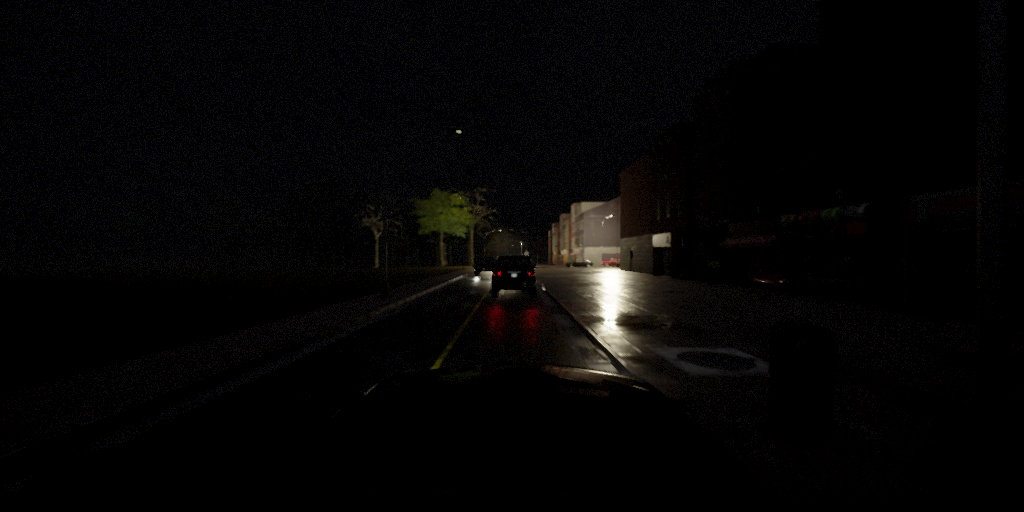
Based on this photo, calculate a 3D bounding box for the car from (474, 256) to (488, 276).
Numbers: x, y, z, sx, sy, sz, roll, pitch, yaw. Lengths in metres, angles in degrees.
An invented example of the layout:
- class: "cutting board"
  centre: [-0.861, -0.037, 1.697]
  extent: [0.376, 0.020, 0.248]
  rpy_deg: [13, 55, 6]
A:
- class: "car"
  centre: [-2.783, 1.002, 38.708]
  extent: [2.150, 2.045, 5.566]
  rpy_deg: [0, -1, 1]

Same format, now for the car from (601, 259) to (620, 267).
- class: "car"
  centre: [15.977, 1.079, 55.759]
  extent: [4.207, 1.307, 1.802]
  rpy_deg: [0, 0, 0]

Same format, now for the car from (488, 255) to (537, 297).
- class: "car"
  centre: [0.100, 0.975, 18.970]
  extent: [2.150, 2.045, 5.566]
  rpy_deg: [0, 0, 0]

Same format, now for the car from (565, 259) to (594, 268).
- class: "car"
  centre: [10.446, 1.167, 55.762]
  extent: [4.403, 1.370, 2.007]
  rpy_deg: [0, 0, 0]
